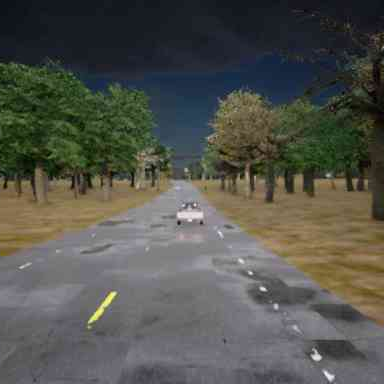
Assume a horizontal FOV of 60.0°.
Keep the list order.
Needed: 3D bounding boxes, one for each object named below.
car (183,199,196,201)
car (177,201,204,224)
[{"bbox_3d":[-0.296,1.431,39.517,1.895,1.301,4.718,0,1,-1],"label":"car"},{"bbox_3d":[-0.145,1.656,25.123,1.895,1.301,4.718,0,0,-1],"label":"car"}]
